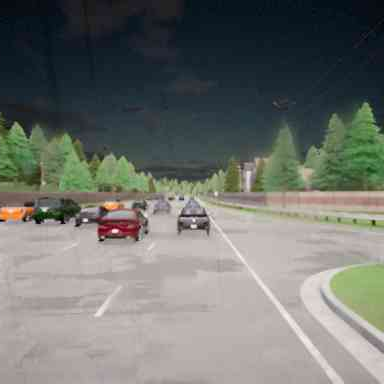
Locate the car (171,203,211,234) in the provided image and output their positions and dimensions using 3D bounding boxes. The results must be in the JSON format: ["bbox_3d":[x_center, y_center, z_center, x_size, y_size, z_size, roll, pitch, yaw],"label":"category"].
[{"bbox_3d":[0.095,1.632,20.033,2.128,1.511,4.902,0,0,0],"label":"car"}]

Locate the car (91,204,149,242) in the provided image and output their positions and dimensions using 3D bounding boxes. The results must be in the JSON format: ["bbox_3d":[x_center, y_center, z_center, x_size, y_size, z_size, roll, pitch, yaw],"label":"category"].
[{"bbox_3d":[-3.404,1.598,17.172,1.882,1.535,5.008,0,0,0],"label":"car"}]

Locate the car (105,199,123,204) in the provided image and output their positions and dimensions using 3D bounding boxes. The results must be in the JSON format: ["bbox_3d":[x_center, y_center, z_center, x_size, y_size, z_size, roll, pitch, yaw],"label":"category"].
[{"bbox_3d":[-10.411,1.660,44.271,2.097,1.767,4.553,0,0,0],"label":"car"}]

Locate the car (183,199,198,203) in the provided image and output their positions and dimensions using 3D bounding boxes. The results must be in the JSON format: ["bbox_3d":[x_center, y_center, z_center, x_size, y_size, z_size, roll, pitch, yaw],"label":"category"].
[{"bbox_3d":[0.090,1.820,39.084,2.033,1.411,5.357,0,0,0],"label":"car"}]

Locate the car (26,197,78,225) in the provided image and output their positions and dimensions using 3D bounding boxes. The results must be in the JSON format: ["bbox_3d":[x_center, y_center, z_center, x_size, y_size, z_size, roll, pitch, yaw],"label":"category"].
[{"bbox_3d":[-10.407,1.404,26.146,2.150,2.045,5.566,0,0,0],"label":"car"}]

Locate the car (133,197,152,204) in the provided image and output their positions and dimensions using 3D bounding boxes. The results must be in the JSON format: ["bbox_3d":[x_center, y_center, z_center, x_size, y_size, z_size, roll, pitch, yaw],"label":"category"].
[{"bbox_3d":[-6.911,1.815,44.579,1.837,1.490,4.892,0,0,0],"label":"car"}]

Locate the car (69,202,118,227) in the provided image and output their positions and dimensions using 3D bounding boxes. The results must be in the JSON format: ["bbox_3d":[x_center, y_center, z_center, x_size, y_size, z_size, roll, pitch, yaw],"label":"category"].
[{"bbox_3d":[-6.920,1.692,23.870,1.812,1.442,4.674,0,0,0],"label":"car"}]

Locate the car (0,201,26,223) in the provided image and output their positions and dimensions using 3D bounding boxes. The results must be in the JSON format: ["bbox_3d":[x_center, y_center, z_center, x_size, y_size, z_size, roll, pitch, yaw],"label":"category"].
[{"bbox_3d":[-13.906,1.545,27.721,2.097,1.767,4.553,0,0,0],"label":"car"}]

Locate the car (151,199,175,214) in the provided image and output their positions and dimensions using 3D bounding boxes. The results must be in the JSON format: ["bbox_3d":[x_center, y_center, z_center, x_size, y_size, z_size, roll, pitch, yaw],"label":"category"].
[{"bbox_3d":[-3.409,1.819,39.001,2.033,1.411,5.357,0,0,0],"label":"car"}]
